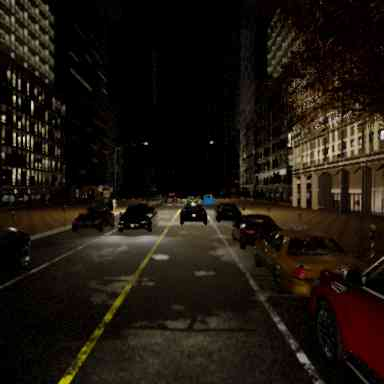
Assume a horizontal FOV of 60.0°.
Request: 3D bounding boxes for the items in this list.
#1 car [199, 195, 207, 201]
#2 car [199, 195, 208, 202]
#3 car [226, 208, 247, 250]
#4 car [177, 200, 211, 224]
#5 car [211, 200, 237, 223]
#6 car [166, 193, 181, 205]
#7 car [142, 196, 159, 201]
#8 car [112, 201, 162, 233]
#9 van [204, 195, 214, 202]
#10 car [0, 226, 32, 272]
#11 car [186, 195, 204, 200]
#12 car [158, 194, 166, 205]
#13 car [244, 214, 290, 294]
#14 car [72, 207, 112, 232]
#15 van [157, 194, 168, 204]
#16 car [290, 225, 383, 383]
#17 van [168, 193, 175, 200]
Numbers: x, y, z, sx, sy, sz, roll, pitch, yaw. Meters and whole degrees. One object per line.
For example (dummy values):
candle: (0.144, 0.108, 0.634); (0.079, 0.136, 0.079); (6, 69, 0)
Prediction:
car: (2.657, 1.528, 82.107); (1.947, 1.339, 4.313); (0, 0, 0)
car: (2.659, 1.511, 76.439); (1.887, 1.381, 4.507); (0, 0, 0)
car: (2.683, 1.579, 14.088); (1.802, 1.307, 4.206); (0, 0, 0)
car: (0.101, 1.557, 24.603); (1.994, 1.385, 4.181); (0, 0, -1)
car: (2.678, 1.559, 25.424); (1.947, 1.339, 4.313); (0, 0, 0)
car: (-3.070, 1.330, 60.249); (2.097, 1.767, 4.553); (0, 0, 0)
car: (-5.709, 1.554, 42.426); (1.947, 1.339, 4.313); (0, 0, 0)
car: (-3.108, 1.500, 19.743); (1.837, 1.490, 4.892); (0, 0, 0)
van: (2.667, 1.323, 53.765); (1.690, 1.788, 3.998); (0, 0, 0)
car: (-5.696, 1.564, 8.417); (1.947, 1.339, 4.313); (0, 0, 0)
car: (0.081, 1.339, 41.935); (2.097, 1.767, 4.553); (0, 0, 0)
car: (-5.714, 1.422, 53.763); (1.967, 1.590, 4.097); (0, 0, 0)
car: (2.685, 1.524, 8.590); (1.752, 1.417, 4.829); (0, 0, 0)
car: (-5.700, 1.577, 19.754); (1.802, 1.307, 4.206); (0, 0, 0)
van: (-5.718, 1.316, 65.099); (1.690, 1.788, 3.998); (0, 0, 0)
car: (2.687, 1.315, 2.752); (2.192, 1.841, 5.009); (0, 0, 0)
van: (-5.728, 1.292, 93.441); (1.690, 1.788, 3.998); (0, 0, 0)
